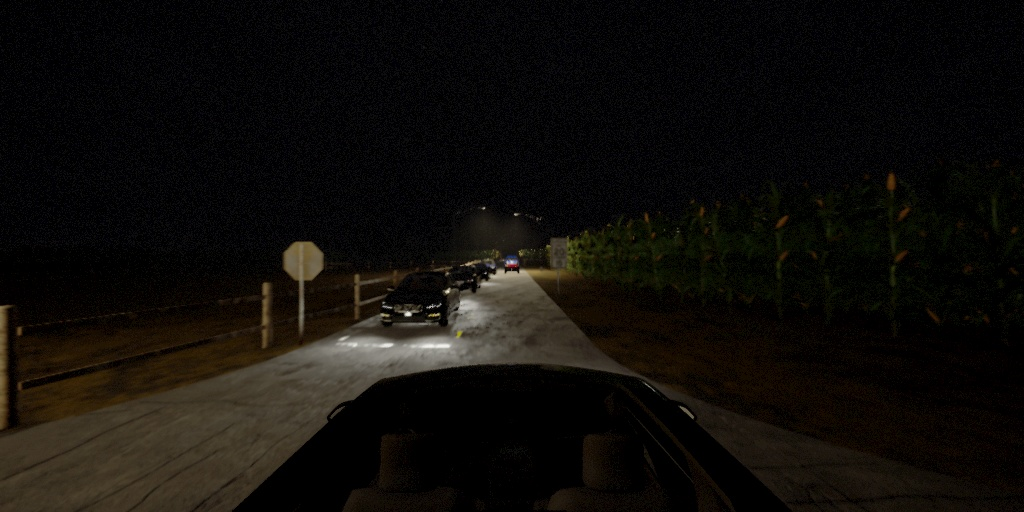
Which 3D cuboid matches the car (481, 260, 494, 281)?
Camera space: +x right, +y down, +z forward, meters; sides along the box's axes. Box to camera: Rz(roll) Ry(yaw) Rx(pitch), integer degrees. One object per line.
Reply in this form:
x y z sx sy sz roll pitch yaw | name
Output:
-2.839 1.351 30.717 1.812 1.442 4.674 0 0 0 | car

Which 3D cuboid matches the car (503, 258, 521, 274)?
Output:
-0.005 1.315 43.289 2.128 1.511 4.902 0 0 0 | car

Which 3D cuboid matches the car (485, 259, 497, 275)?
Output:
-2.821 1.179 40.330 2.097 1.767 4.553 0 0 0 | car

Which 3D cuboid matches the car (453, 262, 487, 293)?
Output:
-2.855 1.301 21.280 2.128 1.511 4.902 0 0 0 | car

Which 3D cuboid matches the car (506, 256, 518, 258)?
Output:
-0.006 1.022 53.796 2.150 2.045 5.566 0 0 0 | car

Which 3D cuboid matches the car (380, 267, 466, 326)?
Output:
-2.801 1.287 11.852 1.837 1.490 4.892 0 0 -2 | car
